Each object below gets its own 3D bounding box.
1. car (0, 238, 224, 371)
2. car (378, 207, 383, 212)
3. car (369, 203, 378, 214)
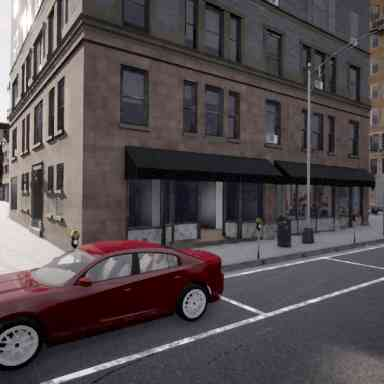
[{"bbox_3d":[-1.490,1.545,5.690,4.507,1.381,1.887,0,1,-35],"label":"car"},{"bbox_3d":[16.400,1.370,33.254,1.837,1.490,4.892,1,0,-35],"label":"car"},{"bbox_3d":[14.143,1.363,30.824,1.812,1.442,4.674,1,0,-33],"label":"car"}]
